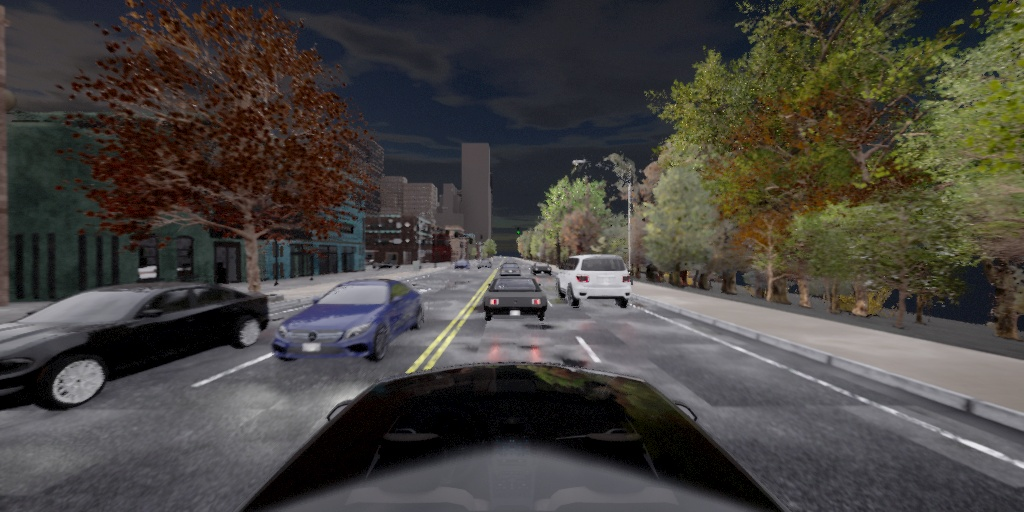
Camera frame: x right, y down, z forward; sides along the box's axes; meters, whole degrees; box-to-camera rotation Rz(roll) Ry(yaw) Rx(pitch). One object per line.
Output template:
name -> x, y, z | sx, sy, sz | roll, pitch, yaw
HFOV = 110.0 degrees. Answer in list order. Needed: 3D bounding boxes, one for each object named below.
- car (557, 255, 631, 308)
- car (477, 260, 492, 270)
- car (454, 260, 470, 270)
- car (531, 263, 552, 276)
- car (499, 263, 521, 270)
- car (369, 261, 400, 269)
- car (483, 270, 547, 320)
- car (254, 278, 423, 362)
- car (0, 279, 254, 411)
car -> 3.307, 0.969, 15.409 | 2.150, 2.045, 5.566 | 0, 0, -1
car -> -3.854, 1.217, 51.382 | 1.994, 1.385, 4.181 | 0, 0, -1
car -> -7.103, 1.266, 51.329 | 1.882, 1.535, 5.008 | 0, 0, -1
car -> 2.976, 1.347, 37.488 | 1.895, 1.301, 4.718 | 0, 0, -1
car -> -0.173, 1.294, 31.309 | 2.033, 1.411, 5.357 | 0, 0, -1
car -> -20.681, 1.564, 59.182 | 4.313, 1.339, 1.948 | 0, 0, -1
car -> 0.082, 1.349, 12.550 | 1.895, 1.301, 4.718 | 0, 0, 0
car -> -3.359, 1.274, 8.327 | 1.812, 1.442, 4.674 | 0, 0, 0
car -> -6.606, 1.227, 6.320 | 1.882, 1.535, 5.008 | 0, 0, 0
